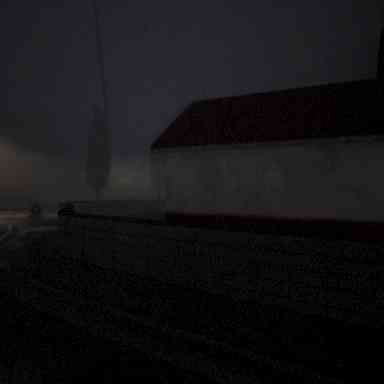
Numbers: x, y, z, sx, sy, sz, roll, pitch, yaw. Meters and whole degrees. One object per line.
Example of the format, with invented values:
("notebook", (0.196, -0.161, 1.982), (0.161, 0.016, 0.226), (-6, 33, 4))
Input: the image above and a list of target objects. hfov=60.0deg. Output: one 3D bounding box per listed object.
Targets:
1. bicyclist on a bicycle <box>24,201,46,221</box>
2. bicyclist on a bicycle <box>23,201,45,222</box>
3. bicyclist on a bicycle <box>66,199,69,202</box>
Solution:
("bicyclist on a bicycle", (-13.177, 1.587, 27.996), (0.582, 1.620, 1.656), (0, -1, 31))
("bicyclist on a bicycle", (-12.627, 1.581, 26.652), (1.656, 1.620, 0.582), (0, 0, -14))
("bicyclist on a bicycle", (-10.665, 1.449, 28.462), (0.582, 1.620, 1.656), (0, -1, -3))
